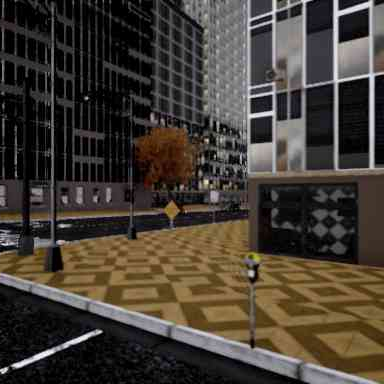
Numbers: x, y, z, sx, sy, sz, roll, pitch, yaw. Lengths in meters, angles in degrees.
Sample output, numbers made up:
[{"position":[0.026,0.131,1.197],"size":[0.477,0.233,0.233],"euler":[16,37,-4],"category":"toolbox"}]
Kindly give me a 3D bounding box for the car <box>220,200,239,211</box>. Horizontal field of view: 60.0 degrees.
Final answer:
[{"position":[6.543,2.236,57.238],"size":[2.097,1.767,4.553],"euler":[0,-1,33],"category":"car"}]

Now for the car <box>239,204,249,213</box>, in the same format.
[{"position":[9.387,2.424,49.555],"size":[2.033,1.411,5.357],"euler":[0,-1,33],"category":"car"}]

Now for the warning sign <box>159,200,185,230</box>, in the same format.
[{"position":[-1.316,1.468,21.710],"size":[1.300,1.860,1.060],"euler":[1,1,33],"category":"warning sign"}]

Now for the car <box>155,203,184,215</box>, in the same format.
[{"position":[-2.755,2.183,42.965],"size":[1.812,1.442,4.674],"euler":[0,-1,33],"category":"car"}]
